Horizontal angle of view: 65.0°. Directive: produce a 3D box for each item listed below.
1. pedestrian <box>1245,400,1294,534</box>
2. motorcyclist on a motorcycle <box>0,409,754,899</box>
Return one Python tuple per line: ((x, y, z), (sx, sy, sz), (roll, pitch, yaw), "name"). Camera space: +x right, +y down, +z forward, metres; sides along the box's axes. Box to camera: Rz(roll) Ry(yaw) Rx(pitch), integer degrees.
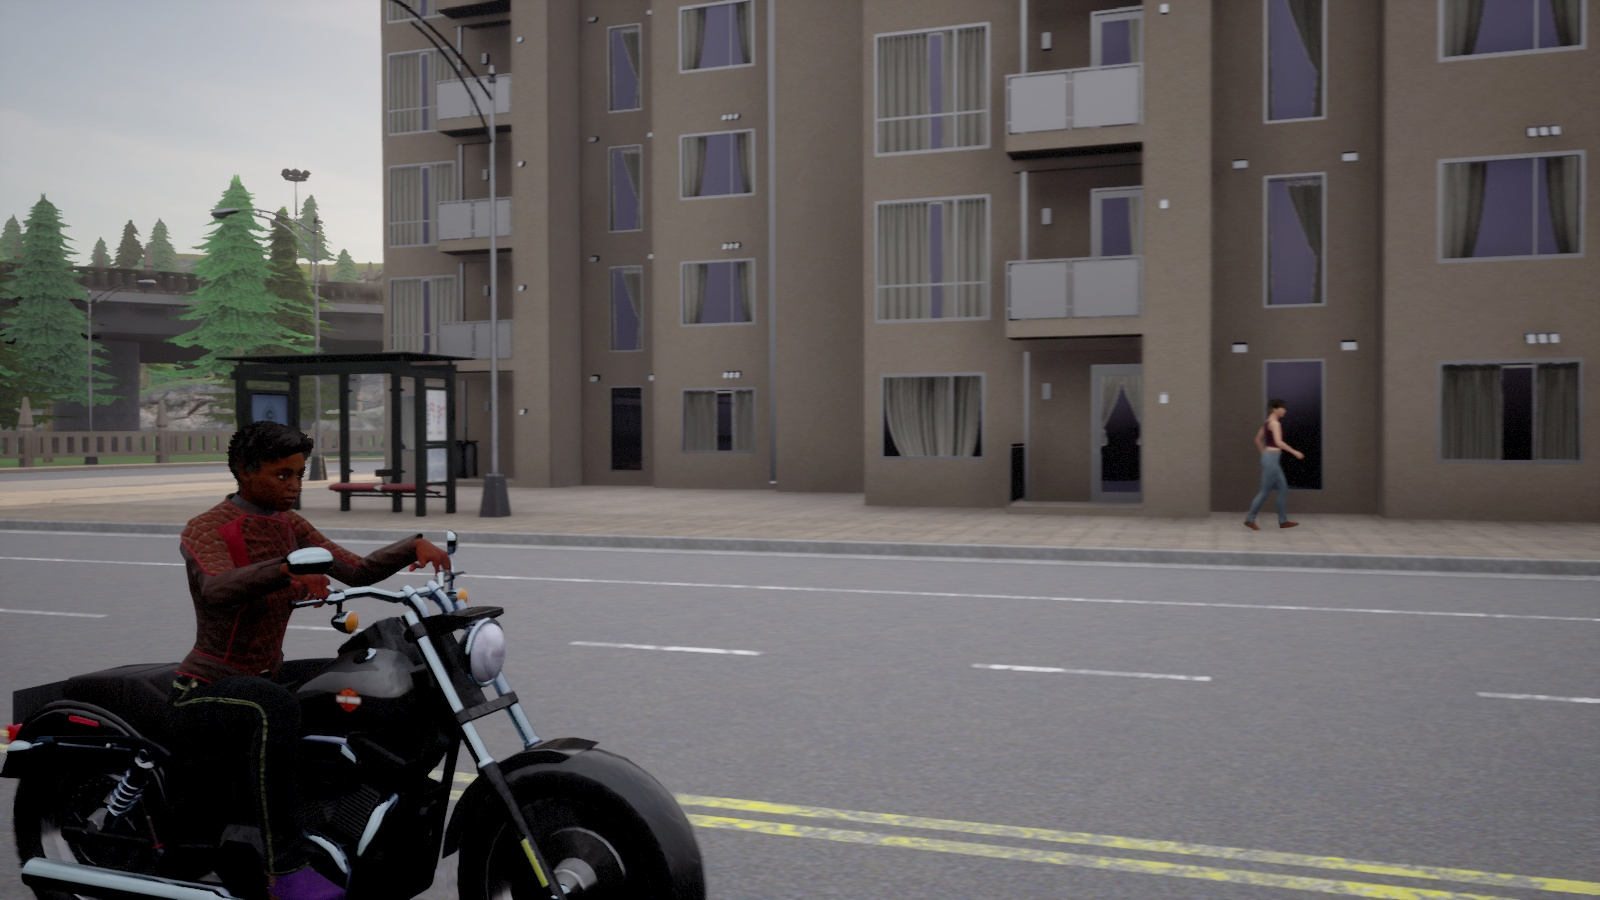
((6.520, 0.230, 17.456), (0.594, 1.836, 0.345), (0, 1, 15), "pedestrian")
((-1.374, 0.713, 3.655), (2.350, 1.649, 0.766), (1, 1, 19), "motorcyclist on a motorcycle")
